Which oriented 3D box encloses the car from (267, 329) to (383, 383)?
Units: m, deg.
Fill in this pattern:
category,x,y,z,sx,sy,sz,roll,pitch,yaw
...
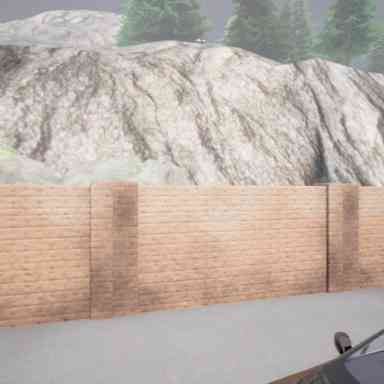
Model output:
category,x,y,z,sx,sy,sz,roll,pitch,yaw
car,2.148,1.492,1.920,4.902,1.511,2.128,0,0,-18
